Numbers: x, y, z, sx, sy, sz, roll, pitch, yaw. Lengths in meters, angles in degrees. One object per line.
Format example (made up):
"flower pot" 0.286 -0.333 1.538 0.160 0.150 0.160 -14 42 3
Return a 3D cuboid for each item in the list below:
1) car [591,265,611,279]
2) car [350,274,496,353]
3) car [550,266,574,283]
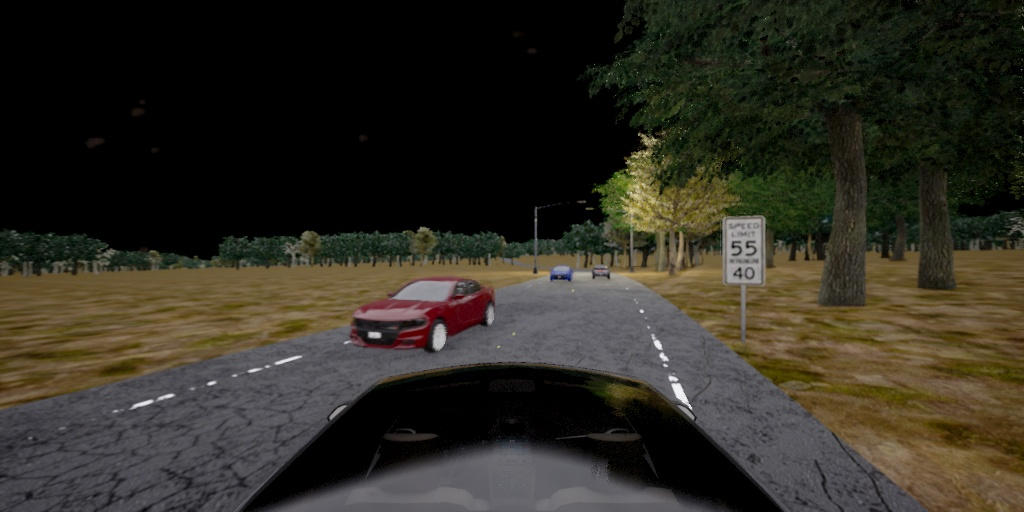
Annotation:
"car" 9.844 1.772 39.630 2.128 1.511 4.902 0 -1 13
"car" -1.937 1.277 9.313 1.882 1.535 5.008 0 -1 17
"car" 4.719 1.638 33.753 1.882 1.535 5.008 0 -1 14
